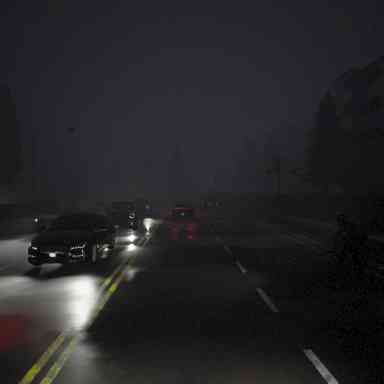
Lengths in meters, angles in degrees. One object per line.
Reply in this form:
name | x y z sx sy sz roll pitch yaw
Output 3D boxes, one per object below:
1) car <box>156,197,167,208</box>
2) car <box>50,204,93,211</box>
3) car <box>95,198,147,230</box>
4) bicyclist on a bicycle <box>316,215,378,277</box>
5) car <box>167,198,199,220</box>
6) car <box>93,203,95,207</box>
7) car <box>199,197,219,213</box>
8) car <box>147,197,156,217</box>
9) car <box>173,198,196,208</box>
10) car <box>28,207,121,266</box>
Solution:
car | -4.854 1.489 47.239 1.837 1.490 4.892 0 0 -22
car | -7.725 1.594 20.065 1.895 1.301 4.718 0 0 -2
car | -4.258 1.345 20.715 2.097 1.767 4.553 0 0 -2
bicyclist on a bicycle | 4.094 1.433 8.785 1.656 1.620 0.582 0 0 -2
car | -0.805 1.482 28.082 2.128 1.511 4.902 0 0 -2
car | -8.149 1.554 29.996 1.994 1.385 4.181 0 0 -4
car | 1.555 1.341 37.752 2.097 1.767 4.553 0 0 -9
car | -4.681 1.342 30.411 2.097 1.767 4.553 0 0 -4
car | -1.098 1.549 47.529 1.994 1.385 4.181 0 0 -22
car | -3.946 1.501 11.656 1.837 1.490 4.892 0 0 -2
